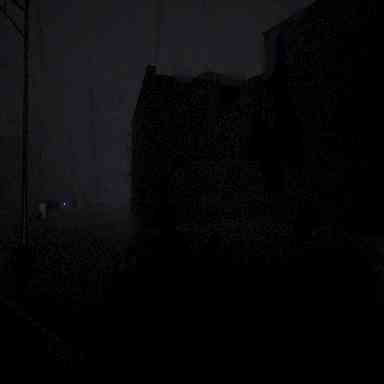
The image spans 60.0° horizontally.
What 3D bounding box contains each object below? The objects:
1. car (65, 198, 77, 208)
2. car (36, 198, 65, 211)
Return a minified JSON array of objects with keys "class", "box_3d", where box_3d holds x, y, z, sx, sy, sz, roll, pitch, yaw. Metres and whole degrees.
[{"class":"car","box_3d":[-19.912,1.722,53.469,1.812,1.442,4.674,1,0,-7]},{"class":"car","box_3d":[-18.564,1.632,42.966,2.128,1.511,4.902,1,0,-6]}]
